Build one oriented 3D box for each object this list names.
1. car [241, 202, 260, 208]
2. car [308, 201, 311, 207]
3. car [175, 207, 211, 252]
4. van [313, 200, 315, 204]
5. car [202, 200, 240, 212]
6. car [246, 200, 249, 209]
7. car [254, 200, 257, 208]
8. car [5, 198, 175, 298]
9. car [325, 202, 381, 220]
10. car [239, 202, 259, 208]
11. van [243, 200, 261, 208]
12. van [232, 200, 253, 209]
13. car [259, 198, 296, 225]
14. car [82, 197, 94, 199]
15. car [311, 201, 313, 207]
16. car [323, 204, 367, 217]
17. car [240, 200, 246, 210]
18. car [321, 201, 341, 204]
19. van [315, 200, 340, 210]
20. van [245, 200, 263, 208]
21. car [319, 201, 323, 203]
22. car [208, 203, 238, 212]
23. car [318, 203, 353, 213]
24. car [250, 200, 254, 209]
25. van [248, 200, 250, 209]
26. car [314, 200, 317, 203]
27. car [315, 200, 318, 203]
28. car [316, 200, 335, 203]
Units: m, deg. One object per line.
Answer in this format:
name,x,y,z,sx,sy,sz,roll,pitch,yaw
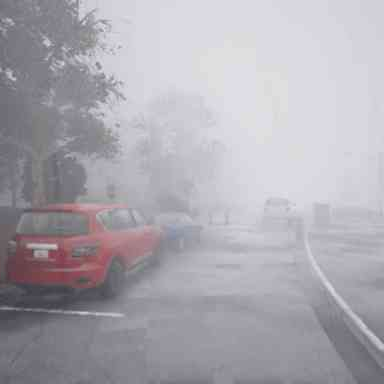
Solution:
car,15.273,3.439,87.084,4.674,1.452,2.002,0,-2,-2
car,31.304,2.971,78.684,5.566,2.045,2.435,1,-2,-2
car,-0.881,1.640,14.842,2.097,1.535,5.008,0,-1,17
van,26.610,2.608,64.732,4.442,1.987,1.878,1,-1,-2
car,4.344,2.249,53.516,5.566,2.045,2.435,-1,-2,-2
car,7.942,2.814,64.694,4.792,1.488,2.163,-1,-1,-2
car,10.896,3.000,73.099,5.366,1.575,1.946,-1,-2,-2
car,-2.394,1.313,9.045,2.435,2.045,5.566,0,0,11
car,16.711,2.058,34.069,4.892,1.521,2.231,1,-1,-2
car,14.362,3.358,84.284,4.674,1.452,2.002,-1,-2,-2
van,16.071,3.257,89.876,4.442,1.987,1.878,0,-2,-2
van,11.505,2.856,75.889,4.442,1.987,1.878,0,-1,-2
car,7.103,1.501,26.804,2.150,2.045,5.566,0,-2,21
car,-11.353,1.353,36.647,4.892,1.490,1.837,3,-2,20
car,29.423,2.937,73.104,4.553,1.767,2.185,1,-2,-2
car,19.444,2.308,42.427,4.674,1.452,2.002,1,-1,-2
car,7.086,2.587,61.903,4.553,1.767,2.185,-1,-1,-2
car,18.539,2.199,39.638,4.892,1.521,2.231,1,-1,-2
van,28.661,2.763,70.325,4.442,1.987,1.878,1,-2,-2
van,17.218,3.340,92.691,4.442,1.987,1.878,0,-2,-2
car,20.537,2.339,45.230,5.366,1.575,1.946,1,-1,-2
car,5.202,2.601,56.296,4.792,1.488,2.163,-1,-1,-2
car,23.052,2.579,53.579,4.792,1.488,2.163,1,-1,-2
car,9.805,2.930,70.290,4.892,1.521,2.231,-1,-1,-2
van,8.768,2.632,67.490,4.442,1.987,1.878,-1,-1,-2
car,24.935,2.566,59.159,4.553,1.767,2.185,1,-1,-2
car,23.998,2.621,56.370,4.892,1.521,2.231,1,-1,-2
car,22.181,2.480,50.787,4.892,1.521,2.231,1,-1,-2
